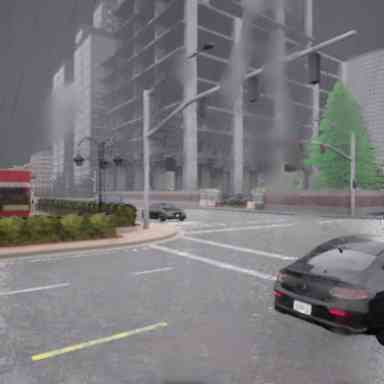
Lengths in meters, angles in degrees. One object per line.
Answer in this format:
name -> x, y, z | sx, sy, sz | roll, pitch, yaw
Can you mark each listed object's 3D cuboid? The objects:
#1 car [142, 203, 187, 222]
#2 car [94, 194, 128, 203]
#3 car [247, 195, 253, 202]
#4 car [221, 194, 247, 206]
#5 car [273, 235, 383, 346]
car -> -2.214, 1.553, 26.073 | 1.994, 1.385, 4.181 | 0, 0, -36
car -> -8.505, 1.211, 34.764 | 2.150, 2.045, 5.566 | 0, 0, -36
car -> 8.862, 1.247, 56.168 | 1.905, 1.878, 3.866 | 0, 0, -36
car -> 6.470, 1.237, 54.456 | 1.905, 1.878, 3.866 | 0, 0, -36
car -> 3.509, 1.547, 6.258 | 4.674, 1.442, 1.812 | 0, 0, -35
